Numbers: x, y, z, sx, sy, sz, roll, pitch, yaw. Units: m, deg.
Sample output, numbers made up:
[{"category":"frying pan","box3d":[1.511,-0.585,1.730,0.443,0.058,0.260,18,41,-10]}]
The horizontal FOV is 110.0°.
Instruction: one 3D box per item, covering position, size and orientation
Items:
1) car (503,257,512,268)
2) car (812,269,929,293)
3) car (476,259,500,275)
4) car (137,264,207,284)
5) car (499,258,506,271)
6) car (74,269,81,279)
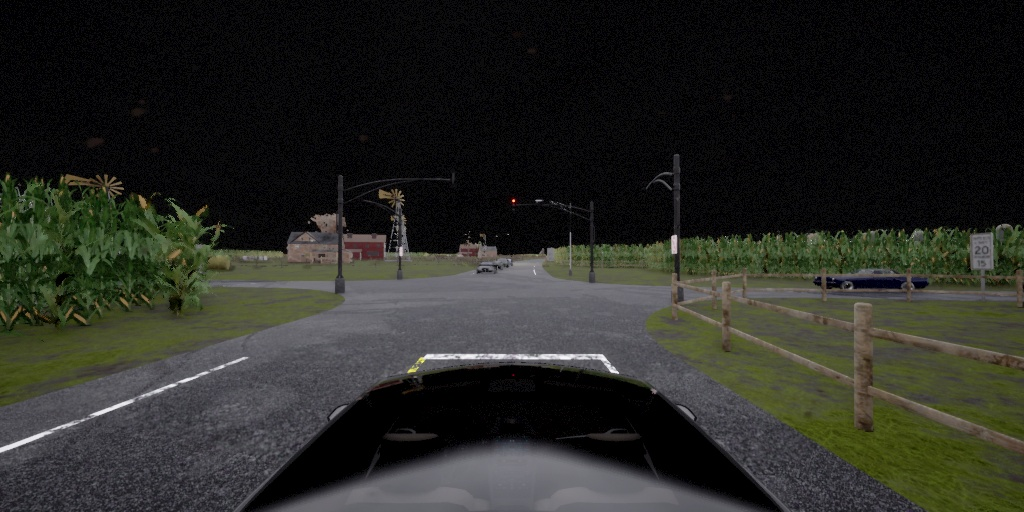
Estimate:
[{"category":"car","box3d":[-1.580,1.085,61.279,2.097,1.767,4.553,0,0,4]},{"category":"car","box3d":[20.394,1.401,20.634,4.718,1.301,1.895,0,-1,9]},{"category":"car","box3d":[-2.749,1.311,39.733,1.994,1.385,4.181,0,0,3]},{"category":"car","box3d":[-24.174,1.195,25.354,4.902,1.511,2.128,0,-1,10]},{"category":"car","box3d":[-2.277,1.343,49.760,1.895,1.301,4.718,0,0,3]},{"category":"car","box3d":[-33.987,1.293,27.011,4.718,1.301,1.895,0,-1,9]}]
